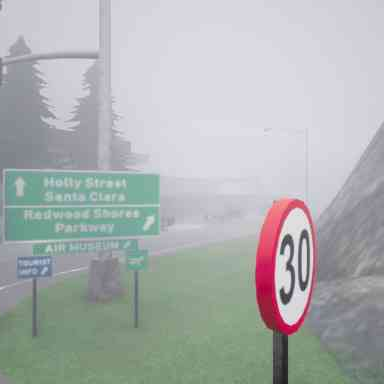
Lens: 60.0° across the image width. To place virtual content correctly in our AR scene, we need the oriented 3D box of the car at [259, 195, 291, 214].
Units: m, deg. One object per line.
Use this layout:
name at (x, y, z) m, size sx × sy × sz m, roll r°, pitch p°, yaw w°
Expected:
car at (9.586, 1.411, 37.465) m, size 2.150 × 2.045 × 5.566 m, roll 0°, pitch 0°, yaw 36°

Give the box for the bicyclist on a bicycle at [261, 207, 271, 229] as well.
bicyclist on a bicycle at (4.641, 1.643, 18.728) m, size 1.656 × 1.620 × 0.582 m, roll 0°, pitch 0°, yaw 36°

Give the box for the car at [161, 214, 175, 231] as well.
car at (-3.176, 1.792, 20.067) m, size 1.895 × 1.301 × 4.718 m, roll 0°, pitch 0°, yaw 36°

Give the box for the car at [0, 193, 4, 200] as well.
car at (-38.345, 1.489, 70.143) m, size 4.514 × 1.523 × 2.007 m, roll 0°, pitch 0°, yaw 35°

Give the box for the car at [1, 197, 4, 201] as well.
car at (-12.297, 1.505, 26.109) m, size 1.905 × 1.878 × 3.866 m, roll 0°, pitch 0°, yaw 35°

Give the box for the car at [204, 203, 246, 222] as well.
car at (2.871, 1.683, 28.321) m, size 2.128 × 1.511 × 4.902 m, roll 0°, pitch 0°, yaw 36°
